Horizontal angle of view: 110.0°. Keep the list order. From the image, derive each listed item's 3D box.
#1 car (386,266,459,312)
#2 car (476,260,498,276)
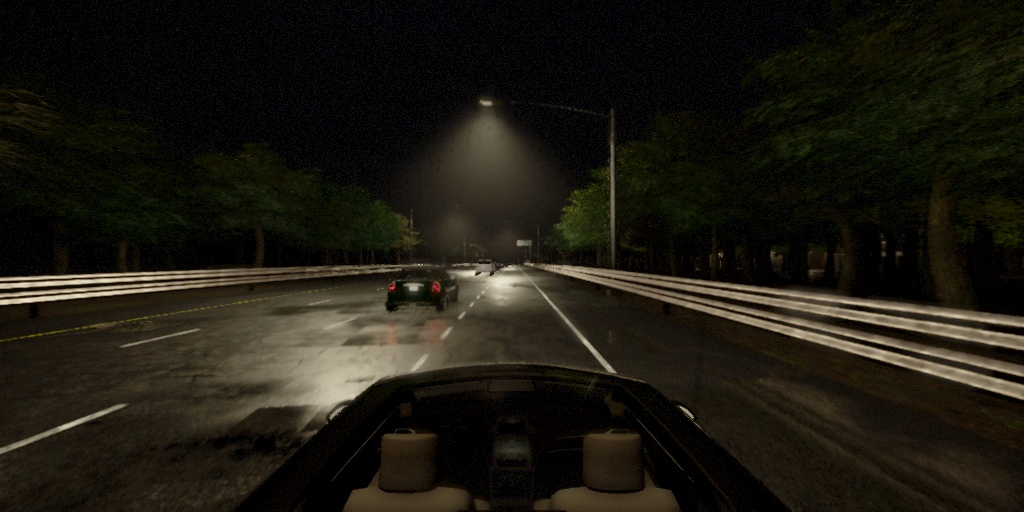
[{"bbox_3d":[-3.490,1.199,14.865,2.097,1.767,4.553,0,-1,0],"label":"car"},{"bbox_3d":[-3.394,1.492,46.148,2.150,2.045,5.566,0,-1,0],"label":"car"}]
